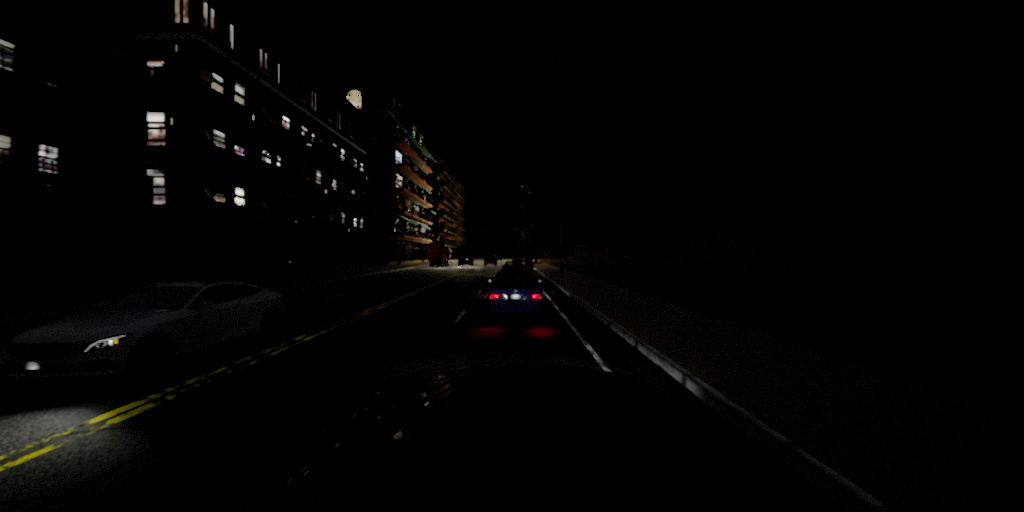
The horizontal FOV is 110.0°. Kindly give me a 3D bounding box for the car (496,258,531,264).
[{"bbox_3d":[0.104,1.052,26.007,1.994,1.385,4.181,0,1,0],"label":"car"}]

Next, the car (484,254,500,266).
[{"bbox_3d":[-3.239,0.684,54.539,1.837,1.490,4.892,0,1,0],"label":"car"}]

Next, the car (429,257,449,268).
[{"bbox_3d":[-9.817,0.790,48.608,2.033,1.411,5.357,0,1,0],"label":"car"}]

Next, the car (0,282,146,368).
[{"bbox_3d":[-9.850,1.301,6.364,1.895,1.301,4.718,0,1,0],"label":"car"}]

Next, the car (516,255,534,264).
[{"bbox_3d":[1.140,0.719,37.161,2.097,1.767,4.553,0,1,0],"label":"car"}]

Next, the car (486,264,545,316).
[{"bbox_3d":[0.101,1.179,12.730,2.033,1.411,5.357,0,1,0],"label":"car"}]

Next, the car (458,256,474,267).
[{"bbox_3d":[-6.559,0.721,51.140,1.837,1.490,4.892,0,0,0],"label":"car"}]

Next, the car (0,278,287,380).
[{"bbox_3d":[-6.600,1.216,7.258,1.812,1.442,4.674,0,1,0],"label":"car"}]
